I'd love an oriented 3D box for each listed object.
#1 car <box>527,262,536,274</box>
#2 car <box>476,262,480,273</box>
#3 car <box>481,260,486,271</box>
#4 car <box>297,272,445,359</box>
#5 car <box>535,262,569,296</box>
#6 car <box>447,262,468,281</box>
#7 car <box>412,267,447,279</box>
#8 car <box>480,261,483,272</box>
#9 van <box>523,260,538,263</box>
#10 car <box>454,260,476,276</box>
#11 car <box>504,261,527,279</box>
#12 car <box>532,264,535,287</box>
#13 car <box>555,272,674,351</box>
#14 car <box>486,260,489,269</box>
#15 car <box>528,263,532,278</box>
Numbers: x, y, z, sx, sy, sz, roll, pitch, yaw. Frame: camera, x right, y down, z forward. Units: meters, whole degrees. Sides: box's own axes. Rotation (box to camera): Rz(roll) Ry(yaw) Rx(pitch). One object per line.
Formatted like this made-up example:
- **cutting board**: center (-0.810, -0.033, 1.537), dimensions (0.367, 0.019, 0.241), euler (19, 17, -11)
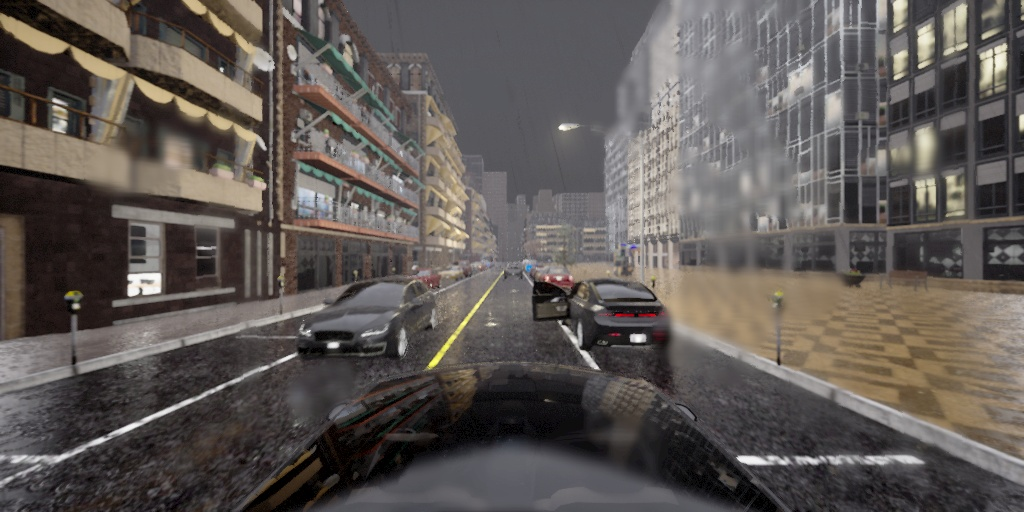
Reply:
- **car**: center (2.792, 1.654, 39.305), dimensions (1.802, 1.307, 4.207), euler (0, 0, 0)
- **car**: center (-5.573, 1.672, 44.855), dimensions (2.007, 1.370, 4.403), euler (0, 0, 0)
- **car**: center (-5.542, 1.663, 55.907), dimensions (1.967, 1.591, 4.097), euler (0, 0, 0)
- **car**: center (-3.084, 1.311, 8.626), dimensions (1.837, 1.490, 4.892), euler (0, 0, 0)
- **car**: center (2.746, 1.366, 22.725), dimensions (1.967, 1.591, 4.097), euler (0, 0, 0)
- **car**: center (-5.605, 1.549, 33.633), dimensions (1.751, 1.417, 4.829), euler (0, 0, 0)
- **car**: center (-5.635, 1.471, 22.750), dimensions (1.888, 1.381, 4.507), euler (0, 0, 0)
- **car**: center (-5.557, 1.723, 50.382), dimensions (2.007, 1.370, 4.403), euler (0, 0, 0)
- **van**: center (2.823, 1.513, 50.357), dimensions (1.690, 1.789, 3.998), euler (0, 0, 0)
- **car**: center (-5.589, 1.387, 39.328), dimensions (2.192, 1.841, 5.009), euler (0, 0, 0)
- **car**: center (0.161, 1.540, 36.629), dimensions (2.128, 1.511, 4.902), euler (0, 0, 1)
- **car**: center (2.762, 1.500, 28.422), dimensions (1.751, 1.417, 4.829), euler (0, 0, 0)
- **car**: center (2.373, 1.316, 9.151), dimensions (1.837, 1.490, 4.892), euler (0, 0, 0)
- **car**: center (-5.527, 1.842, 61.433), dimensions (1.948, 1.339, 4.313), euler (0, 0, 0)
- **car**: center (2.776, 1.605, 33.779), dimensions (1.802, 1.307, 4.207), euler (0, 0, 0)
